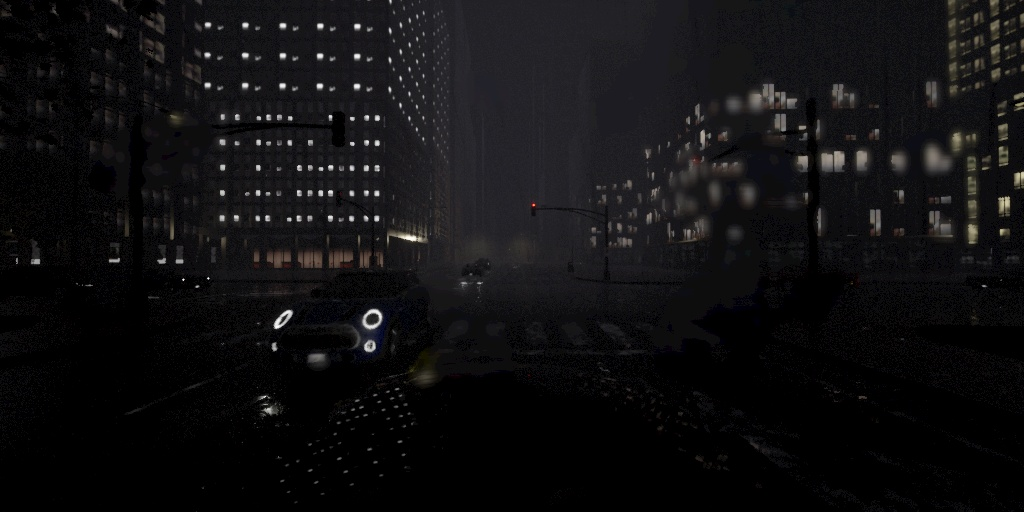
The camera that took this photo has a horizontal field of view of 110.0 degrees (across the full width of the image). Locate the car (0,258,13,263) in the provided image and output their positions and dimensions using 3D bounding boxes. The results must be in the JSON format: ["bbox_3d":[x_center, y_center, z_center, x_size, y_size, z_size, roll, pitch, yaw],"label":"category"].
[{"bbox_3d":[-29.438,0.913,19.412,5.566,2.045,2.150,0,-1,2],"label":"car"}]

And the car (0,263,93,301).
[{"bbox_3d":[-20.246,1.160,15.879,4.892,1.490,1.837,0,-1,2],"label":"car"}]

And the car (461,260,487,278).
[{"bbox_3d":[-3.718,1.344,34.332,1.895,1.301,4.718,0,0,-1],"label":"car"}]

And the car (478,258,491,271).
[{"bbox_3d":[-3.973,1.079,49.529,2.097,1.767,4.553,0,0,-1],"label":"car"}]

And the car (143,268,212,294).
[{"bbox_3d":[-18.887,1.306,19.087,4.718,1.301,1.895,0,-1,2],"label":"car"}]

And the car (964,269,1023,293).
[{"bbox_3d":[29.386,1.417,20.628,4.718,1.301,1.895,0,-1,1],"label":"car"}]

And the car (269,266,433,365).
[{"bbox_3d":[-3.265,1.096,8.220,2.097,1.767,4.553,0,1,0],"label":"car"}]

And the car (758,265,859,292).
[{"bbox_3d":[17.192,1.280,20.964,5.008,1.535,1.882,0,-1,2],"label":"car"}]
